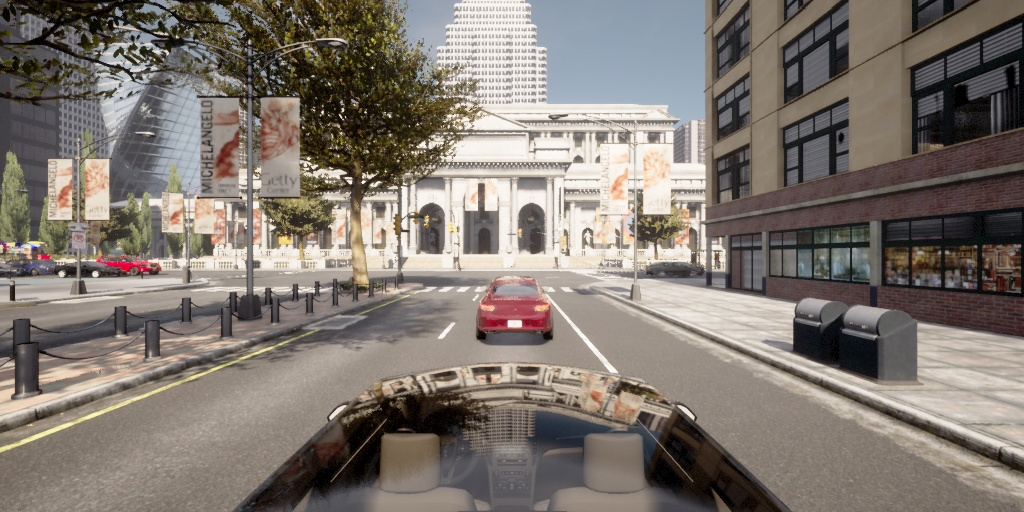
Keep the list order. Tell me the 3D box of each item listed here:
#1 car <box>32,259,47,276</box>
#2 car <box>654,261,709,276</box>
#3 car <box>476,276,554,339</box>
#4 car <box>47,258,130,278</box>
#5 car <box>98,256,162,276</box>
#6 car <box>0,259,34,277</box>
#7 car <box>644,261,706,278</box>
[{"bbox_3d":[-49.141,1.102,36.831,4.553,1.767,2.097,0,0,-1],"label":"car"},{"bbox_3d":[17.239,1.275,36.585,4.674,1.442,1.812,0,0,0],"label":"car"},{"bbox_3d":[0.076,1.276,9.924,1.812,1.442,4.674,0,0,0],"label":"car"},{"bbox_3d":[-39.331,1.228,33.392,5.008,1.535,1.882,0,0,0],"label":"car"},{"bbox_3d":[-39.522,0.971,36.894,5.566,2.045,2.150,0,0,0],"label":"car"},{"bbox_3d":[-48.334,1.276,33.358,4.674,1.442,1.812,0,0,-1],"label":"car"},{"bbox_3d":[14.804,1.255,33.099,4.892,1.490,1.837,0,0,0],"label":"car"}]
